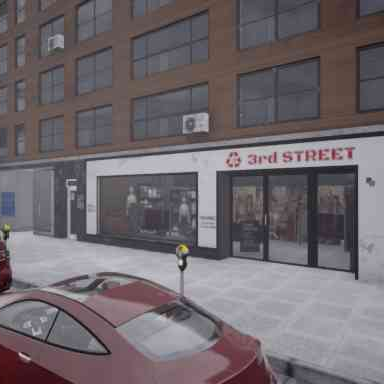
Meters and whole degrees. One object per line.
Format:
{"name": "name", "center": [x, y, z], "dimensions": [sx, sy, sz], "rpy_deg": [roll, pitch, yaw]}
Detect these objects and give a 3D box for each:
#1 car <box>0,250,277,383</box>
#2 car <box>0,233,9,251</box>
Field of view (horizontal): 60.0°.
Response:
{"name": "car", "center": [-1.196, 1.582, 3.659], "dimensions": [4.206, 1.307, 1.802], "rpy_deg": [0, 0, 35]}
{"name": "car", "center": [-5.693, 1.315, 6.858], "dimensions": [5.009, 1.841, 2.192], "rpy_deg": [0, 0, 35]}
